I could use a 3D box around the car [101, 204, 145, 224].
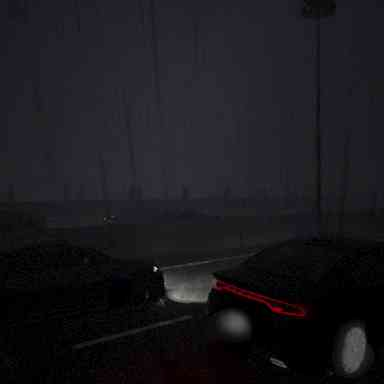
[{"bbox_3d":[-3.980,1.552,22.647,4.181,1.385,1.994,0,0,-35],"label":"car"}]

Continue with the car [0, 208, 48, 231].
[{"bbox_3d":[-9.041,1.503,14.741,4.892,1.490,1.837,0,0,-35],"label":"car"}]

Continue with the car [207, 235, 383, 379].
[{"bbox_3d":[2.563,1.472,5.575,5.008,1.535,1.882,0,0,-35],"label":"car"}]

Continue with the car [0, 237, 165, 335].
[{"bbox_3d":[-2.607,1.562,6.185,4.181,1.385,1.994,0,0,-36],"label":"car"}]

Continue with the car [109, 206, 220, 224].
[{"bbox_3d":[-0.981,1.537,16.191,5.357,1.411,2.033,0,0,-35],"label":"car"}]
